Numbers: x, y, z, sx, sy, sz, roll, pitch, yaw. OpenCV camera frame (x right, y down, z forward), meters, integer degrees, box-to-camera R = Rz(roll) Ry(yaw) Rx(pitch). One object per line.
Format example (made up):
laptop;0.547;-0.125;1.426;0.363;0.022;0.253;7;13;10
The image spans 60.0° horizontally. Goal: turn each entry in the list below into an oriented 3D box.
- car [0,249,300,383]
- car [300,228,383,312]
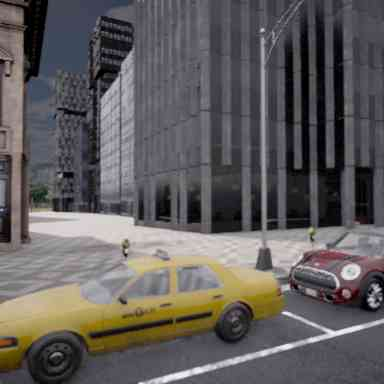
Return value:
car;-0.733;1.659;5.406;4.829;1.417;1.752;1;-2;-27
car;4.304;1.622;7.982;4.097;1.590;1.967;1;-2;-27
